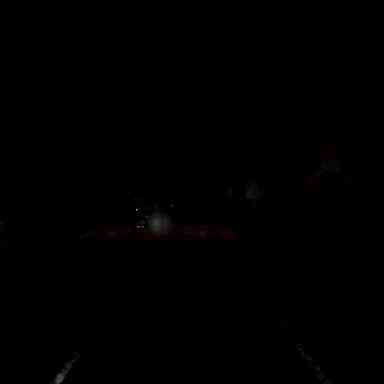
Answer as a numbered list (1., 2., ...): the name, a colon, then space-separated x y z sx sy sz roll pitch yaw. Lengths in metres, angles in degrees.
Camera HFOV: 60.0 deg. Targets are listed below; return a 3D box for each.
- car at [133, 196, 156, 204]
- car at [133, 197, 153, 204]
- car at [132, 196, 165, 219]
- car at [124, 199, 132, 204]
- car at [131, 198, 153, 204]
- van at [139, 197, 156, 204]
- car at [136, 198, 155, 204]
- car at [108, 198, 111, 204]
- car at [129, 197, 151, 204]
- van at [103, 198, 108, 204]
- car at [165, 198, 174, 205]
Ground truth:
1. car: -12.131 2.054 85.462 5.566 2.045 2.435 0 -2 -1
2. car: -12.127 2.084 82.687 4.553 1.767 2.185 0 -2 -1
3. car: -3.884 1.497 30.298 2.097 1.767 4.553 0 0 -1
4. car: -11.720 1.957 74.375 5.366 1.575 1.946 0 -2 -1
5. car: -12.039 2.118 79.908 5.008 1.535 2.097 0 -2 -1
6. van: -12.466 2.376 93.778 4.442 1.987 1.878 0 -2 -1
7. car: -12.252 2.433 88.225 4.792 1.488 2.163 0 -2 -1
8. car: -25.335 2.383 90.904 4.553 1.767 2.185 0 -2 -1
9. car: -11.975 2.036 77.138 4.892 1.521 2.231 0 -2 -1
10. van: -25.420 2.184 88.137 4.442 1.987 1.878 0 -2 -1
11. car: -4.749 1.948 71.399 2.128 1.511 4.902 0 -1 -1
